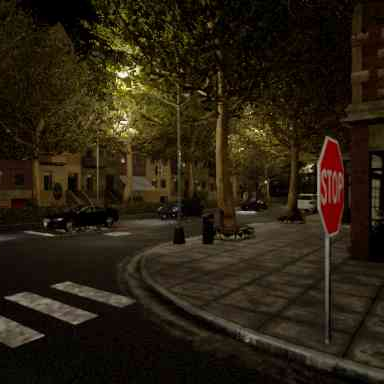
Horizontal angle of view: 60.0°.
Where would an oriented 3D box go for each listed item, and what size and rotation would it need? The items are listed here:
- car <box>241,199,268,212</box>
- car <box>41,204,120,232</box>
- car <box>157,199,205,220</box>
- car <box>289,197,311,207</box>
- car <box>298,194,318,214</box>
[{"bbox_3d":[7.495,1.585,39.798,1.994,1.385,4.181,0,0,36],"label":"car"},{"bbox_3d":[-6.689,1.513,20.412,2.128,1.511,4.902,0,0,36],"label":"car"},{"bbox_3d":[-0.873,1.375,28.398,2.097,1.767,4.553,0,0,36],"label":"car"},{"bbox_3d":[17.132,1.532,52.789,1.837,1.490,4.892,0,0,37],"label":"car"},{"bbox_3d":[12.776,1.241,35.761,2.435,2.045,5.566,0,0,36],"label":"car"}]
